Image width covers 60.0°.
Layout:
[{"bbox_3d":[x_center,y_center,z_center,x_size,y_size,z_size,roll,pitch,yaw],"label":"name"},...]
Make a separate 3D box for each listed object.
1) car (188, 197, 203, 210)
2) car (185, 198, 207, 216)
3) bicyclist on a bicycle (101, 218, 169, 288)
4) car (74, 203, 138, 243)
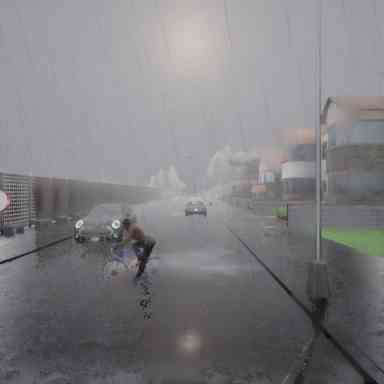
[{"bbox_3d":[0.493,1.477,44.780,1.882,1.535,5.008,0,0,1],"label":"car"},{"bbox_3d":[0.381,1.564,32.016,1.994,1.385,4.181,0,0,0],"label":"car"},{"bbox_3d":[-1.373,1.451,7.915,1.656,1.620,0.582,-2,0,1],"label":"bicyclist on a bicycle"},{"bbox_3d":[-3.945,1.352,15.915,2.097,1.767,4.553,0,0,1],"label":"car"}]
